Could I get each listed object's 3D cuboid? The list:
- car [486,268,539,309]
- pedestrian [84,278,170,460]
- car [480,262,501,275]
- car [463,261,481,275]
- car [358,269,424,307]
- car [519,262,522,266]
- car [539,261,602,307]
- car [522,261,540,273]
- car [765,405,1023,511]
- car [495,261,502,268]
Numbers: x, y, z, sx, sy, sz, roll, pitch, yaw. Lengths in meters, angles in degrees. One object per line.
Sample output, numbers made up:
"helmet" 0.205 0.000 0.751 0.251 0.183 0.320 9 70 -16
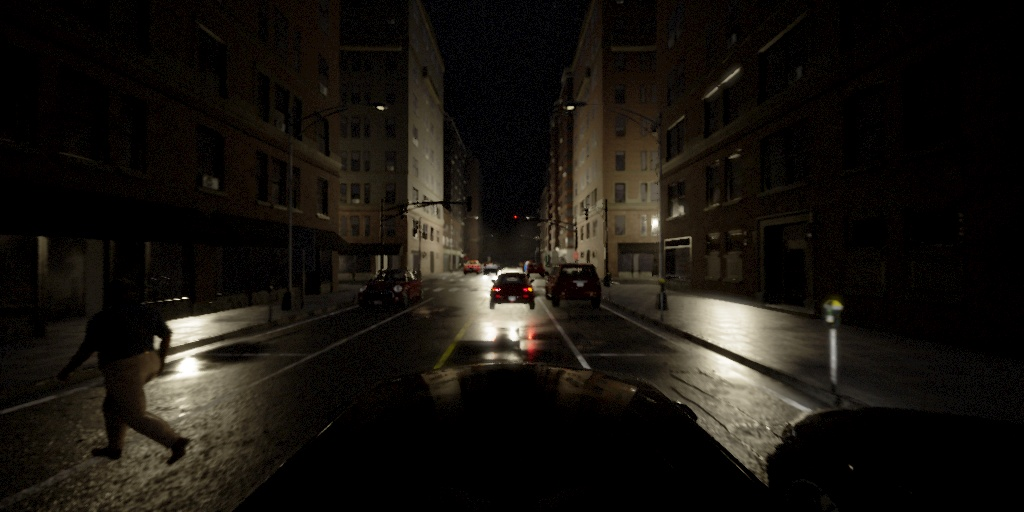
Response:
"car" 0.021 1.437 15.679 1.812 1.442 4.674 0 -1 0
"pedestrian" -3.720 1.064 3.482 0.375 1.860 0.375 0 -1 0
"car" -2.798 1.885 48.227 1.895 1.301 4.718 0 -1 0
"car" -5.376 1.606 48.882 2.192 1.841 5.009 0 0 0
"car" -5.374 1.358 16.324 1.967 1.591 4.097 0 0 0
"car" 2.740 1.732 59.882 2.192 1.841 5.009 0 0 0
"car" 2.651 1.233 16.318 2.192 1.841 5.009 0 0 0
"car" 2.739 1.543 43.372 2.192 1.841 5.009 0 0 0
"car" 2.749 1.264 0.637 1.812 1.442 4.674 0 -1 0
"car" -2.717 2.069 64.323 1.895 1.301 4.718 0 -1 1
